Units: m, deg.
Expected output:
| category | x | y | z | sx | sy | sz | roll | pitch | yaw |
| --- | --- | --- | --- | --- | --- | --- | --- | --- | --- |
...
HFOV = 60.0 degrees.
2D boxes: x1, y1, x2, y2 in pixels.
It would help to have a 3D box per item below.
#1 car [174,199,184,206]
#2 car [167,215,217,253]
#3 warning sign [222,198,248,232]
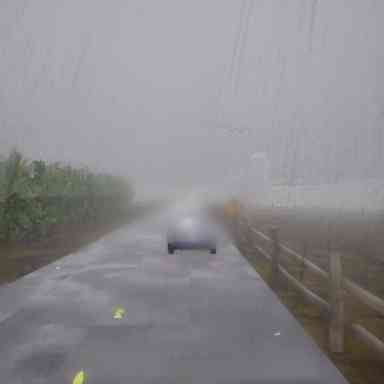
| category | x | y | z | sx | sy | sz | roll | pitch | yaw |
| --- | --- | --- | --- | --- | --- | --- | --- | --- | --- |
| car | -2.726 | 2.272 | 71.095 | 2.128 | 1.511 | 4.902 | 0 | -1 | 0 |
| car | 0.010 | 1.692 | 14.308 | 1.994 | 1.385 | 4.181 | 0 | 0 | 0 |
| warning sign | 2.468 | 1.286 | 19.260 | 1.300 | 1.860 | 1.060 | 1 | 0 | 0 |
